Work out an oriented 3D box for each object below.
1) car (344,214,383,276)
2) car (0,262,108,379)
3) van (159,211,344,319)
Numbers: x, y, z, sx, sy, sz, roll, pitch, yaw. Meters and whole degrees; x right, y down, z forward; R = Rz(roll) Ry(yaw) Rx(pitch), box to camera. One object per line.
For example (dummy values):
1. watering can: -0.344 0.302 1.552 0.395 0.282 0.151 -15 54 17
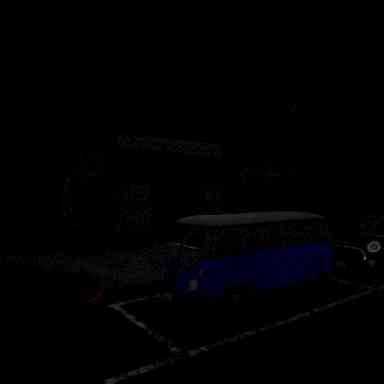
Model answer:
1. car: 5.692 1.440 10.240 4.097 1.590 1.967 0 0 -35
2. car: -3.126 1.582 3.960 4.206 1.307 1.802 0 0 -35
3. van: 1.283 1.341 7.100 3.998 1.788 1.690 0 0 -35
